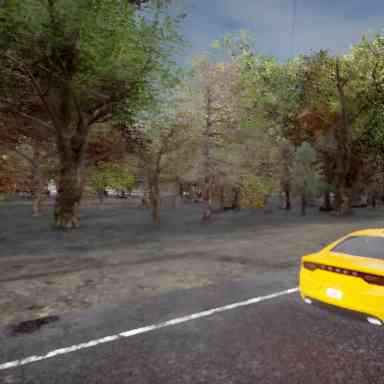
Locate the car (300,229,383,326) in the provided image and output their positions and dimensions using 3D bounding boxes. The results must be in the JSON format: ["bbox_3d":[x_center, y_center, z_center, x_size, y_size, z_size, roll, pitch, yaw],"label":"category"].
[{"bbox_3d":[4.323,1.501,6.825,5.008,1.535,1.882,0,0,-35],"label":"car"}]
